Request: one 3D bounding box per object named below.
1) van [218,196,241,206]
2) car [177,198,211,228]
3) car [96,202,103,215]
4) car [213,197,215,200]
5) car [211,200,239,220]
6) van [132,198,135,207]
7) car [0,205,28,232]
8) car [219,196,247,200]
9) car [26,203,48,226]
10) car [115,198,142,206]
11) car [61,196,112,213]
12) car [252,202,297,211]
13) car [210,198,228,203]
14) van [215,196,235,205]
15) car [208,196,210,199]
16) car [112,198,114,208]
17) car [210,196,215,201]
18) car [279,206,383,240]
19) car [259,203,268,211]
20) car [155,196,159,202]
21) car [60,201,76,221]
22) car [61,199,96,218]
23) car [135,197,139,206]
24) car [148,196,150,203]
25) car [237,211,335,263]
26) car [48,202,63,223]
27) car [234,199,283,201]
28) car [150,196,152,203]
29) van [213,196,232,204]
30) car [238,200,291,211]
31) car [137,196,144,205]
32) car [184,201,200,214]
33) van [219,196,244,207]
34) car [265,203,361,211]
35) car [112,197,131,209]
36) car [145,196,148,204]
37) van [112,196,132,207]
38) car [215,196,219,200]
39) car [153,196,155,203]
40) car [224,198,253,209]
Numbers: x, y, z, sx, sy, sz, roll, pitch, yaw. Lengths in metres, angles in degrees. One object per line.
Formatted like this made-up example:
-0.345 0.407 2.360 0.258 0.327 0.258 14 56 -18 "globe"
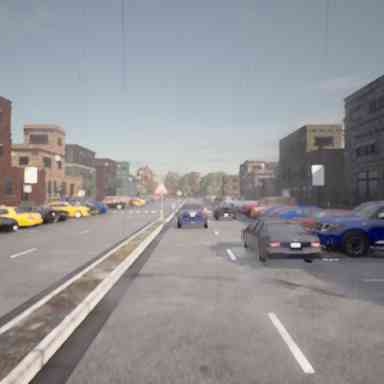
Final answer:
7.596 1.871 68.128 4.442 1.987 1.878 0 0 0 "van"
0.044 1.578 24.495 2.097 1.767 4.553 0 0 0 "car"
-12.680 1.798 36.034 4.892 1.521 2.231 0 -1 0 "car"
7.470 2.159 70.882 4.674 1.452 2.002 0 0 0 "car"
3.026 1.808 31.876 1.837 1.490 4.892 0 -1 0 "car"
-12.839 1.764 58.271 4.442 1.987 1.878 0 0 0 "van"
-12.662 1.671 19.366 4.792 1.488 2.163 0 -1 0 "car"
7.548 1.719 51.580 5.566 2.045 2.435 0 0 0 "car"
-12.873 1.664 22.146 5.366 1.575 1.946 0 -1 0 "car"
-12.731 2.057 66.608 5.008 1.535 2.097 0 0 0 "car"
-12.663 1.571 38.815 5.566 2.045 2.435 0 -1 0 "car"
7.577 1.770 26.889 4.674 1.452 2.002 0 -1 0 "car"
7.449 2.352 92.938 4.792 1.488 2.163 0 -1 0 "car"
7.576 1.937 76.401 4.442 1.987 1.878 0 -1 0 "van"
7.468 1.987 84.671 5.566 2.045 2.435 0 -1 0 "car"
-12.666 1.877 41.593 4.792 1.488 2.163 0 -1 0 "car"
7.281 2.138 73.639 5.366 1.575 1.946 0 0 0 "car"
7.602 1.680 18.487 4.674 1.452 2.002 0 -1 0 "car"
7.584 1.738 24.001 4.674 1.452 2.002 0 -1 0 "car"
-12.749 2.038 91.621 5.566 2.045 2.435 0 -1 0 "car"
-12.685 1.718 27.579 5.008 1.535 2.097 0 -1 0 "car"
-12.687 1.771 33.255 5.008 1.535 2.097 0 -1 0 "car"
-12.730 2.052 61.048 4.674 1.452 2.002 0 0 0 "car"
-12.723 2.024 77.723 4.553 1.767 2.185 0 0 0 "car"
3.075 1.649 12.402 2.033 1.411 5.357 0 -1 0 "car"
-12.712 1.723 24.924 4.792 1.488 2.163 0 -1 0 "car"
7.524 1.874 37.790 4.792 1.488 2.163 0 -1 0 "car"
-12.728 2.050 80.504 4.553 1.767 2.185 0 -1 0 "car"
7.563 1.987 81.913 4.442 1.987 1.878 0 -1 0 "van"
7.562 1.856 35.032 4.674 1.452 2.002 0 -1 0 "car"
-12.546 2.032 63.829 5.366 1.575 1.946 0 0 0 "car"
0.007 1.876 41.316 1.882 1.535 5.008 0 -1 0 "car"
7.376 1.830 62.612 4.442 1.987 1.878 0 0 0 "van"
7.587 1.669 21.244 5.008 1.535 2.097 0 -1 0 "car"
-12.707 1.944 52.711 4.892 1.521 2.231 0 0 0 "car"
-12.741 2.102 72.168 5.008 1.535 2.097 0 0 0 "car"
-12.835 1.741 55.492 4.442 1.987 1.878 0 0 0 "van"
7.528 1.784 59.854 5.566 2.045 2.435 0 0 0 "car"
-12.762 2.231 86.060 4.892 1.521 2.231 0 -1 0 "car"
7.544 1.866 54.214 4.553 1.767 2.185 0 0 0 "car"
